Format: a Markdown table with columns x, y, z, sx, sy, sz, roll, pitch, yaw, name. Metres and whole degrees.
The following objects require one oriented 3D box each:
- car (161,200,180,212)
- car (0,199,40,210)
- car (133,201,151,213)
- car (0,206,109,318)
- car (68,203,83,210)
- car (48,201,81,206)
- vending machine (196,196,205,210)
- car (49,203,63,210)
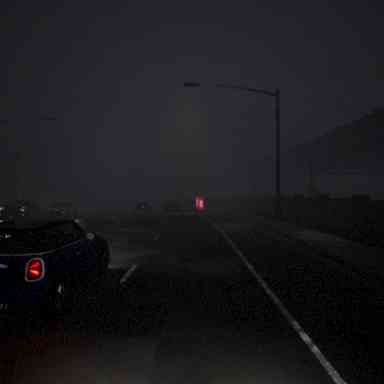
| x | y | z | sx | sy | sz | roll | pitch | yaw | name |
| --- | --- | --- | --- | --- | --- | --- | --- | --- | --- |
| -2.735 | 1.779 | 42.077 | 2.128 | 1.511 | 4.902 | 0 | -2 | -12 | car |
| -14.883 | 1.402 | 29.058 | 2.097 | 1.767 | 4.553 | 0 | 0 | -7 | car |
| -6.322 | 1.852 | 42.048 | 1.994 | 1.385 | 4.181 | 0 | -2 | -12 | car |
| -3.402 | 1.366 | 7.598 | 2.097 | 1.767 | 4.553 | 0 | 0 | 0 | car |
| -23.926 | 2.951 | 68.051 | 2.128 | 1.511 | 4.902 | 1 | -3 | -29 | car |
| -11.380 | 1.536 | 29.265 | 1.882 | 1.535 | 5.008 | 0 | -1 | -7 | car |
| 1.238 | 1.726 | 50.589 | 1.100 | 2.100 | 0.880 | 1 | -2 | -16 | vending machine |
| -27.715 | 2.911 | 67.596 | 2.033 | 1.411 | 5.357 | 1 | -3 | -29 | car |
